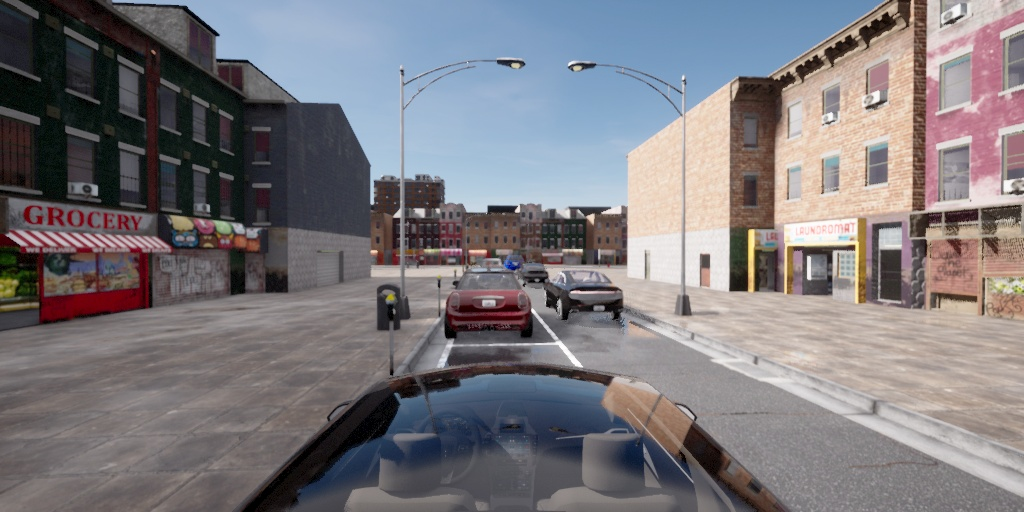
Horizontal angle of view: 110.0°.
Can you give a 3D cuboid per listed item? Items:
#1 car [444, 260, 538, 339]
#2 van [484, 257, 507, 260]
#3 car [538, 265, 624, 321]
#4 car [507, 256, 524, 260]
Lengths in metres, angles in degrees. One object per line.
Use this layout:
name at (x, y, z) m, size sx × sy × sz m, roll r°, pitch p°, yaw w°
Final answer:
car at (-0.676, 1.098, 10.314) m, size 2.097 × 1.767 × 4.553 m, roll 0°, pitch 0°, yaw -4°
van at (-1.504, 1.082, 27.175) m, size 1.690 × 1.789 × 3.998 m, roll 0°, pitch 0°, yaw -4°
car at (2.271, 1.234, 12.432) m, size 2.128 × 1.511 × 4.902 m, roll 0°, pitch 0°, yaw -4°
car at (0.214, 0.965, 40.453) m, size 2.150 × 2.045 × 5.566 m, roll 0°, pitch 0°, yaw -4°
